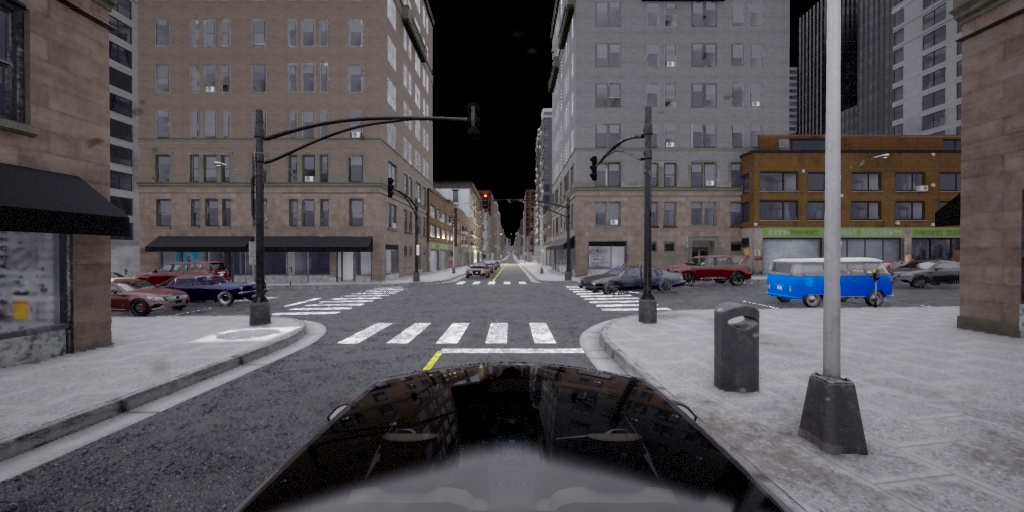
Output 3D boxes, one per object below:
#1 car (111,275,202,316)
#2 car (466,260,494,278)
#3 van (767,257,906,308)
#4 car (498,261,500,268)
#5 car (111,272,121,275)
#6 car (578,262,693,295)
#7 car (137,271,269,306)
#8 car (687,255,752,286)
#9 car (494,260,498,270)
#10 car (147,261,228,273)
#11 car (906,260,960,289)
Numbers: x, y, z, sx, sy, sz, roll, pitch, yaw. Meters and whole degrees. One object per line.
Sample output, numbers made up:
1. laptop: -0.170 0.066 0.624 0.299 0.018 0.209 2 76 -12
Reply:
1. car: -14.818 1.527 13.695 4.207 1.307 1.802 0 0 0
2. car: -3.085 1.318 33.636 1.994 1.385 4.181 0 0 1
3. van: 12.118 0.957 13.761 3.998 1.789 1.690 0 0 0
4. car: -3.080 1.298 51.755 1.812 1.442 4.674 0 0 0
5. car: -26.019 1.550 22.193 4.829 1.417 1.751 0 0 0
6. car: 6.291 1.206 18.842 5.357 1.411 2.033 -1 0 -11
7. car: -13.954 1.517 16.360 4.718 1.301 1.895 -1 0 0
8. car: 12.097 0.871 22.286 5.009 1.841 2.192 0 0 0
9. car: -3.092 1.253 42.622 2.128 1.511 4.902 0 0 0
10. car: -20.344 1.269 22.207 5.009 1.841 2.192 0 0 0
11. car: 22.855 0.969 19.644 4.674 1.442 1.812 -1 0 0
